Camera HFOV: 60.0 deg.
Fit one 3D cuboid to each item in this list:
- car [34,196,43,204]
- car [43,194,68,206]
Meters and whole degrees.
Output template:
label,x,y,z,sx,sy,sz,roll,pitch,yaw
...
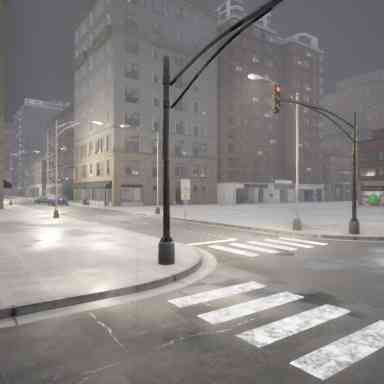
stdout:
label,x,y,z,sx,sy,sz,roll,pitch,yaw
car,-25.380,1.287,56.348,1.994,1.385,4.181,0,0,-36
car,-19.585,1.120,48.233,2.097,1.767,4.553,0,0,-36
